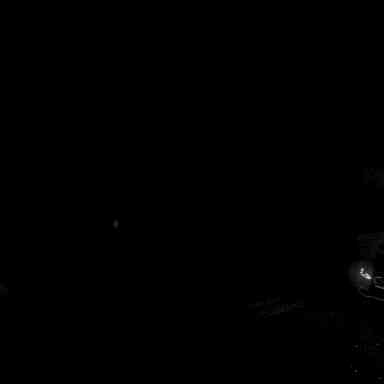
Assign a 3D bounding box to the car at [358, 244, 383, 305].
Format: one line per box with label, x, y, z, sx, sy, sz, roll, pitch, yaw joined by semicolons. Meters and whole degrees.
car;5.594;1.599;7.358;4.892;1.490;1.837;1;0;-35
